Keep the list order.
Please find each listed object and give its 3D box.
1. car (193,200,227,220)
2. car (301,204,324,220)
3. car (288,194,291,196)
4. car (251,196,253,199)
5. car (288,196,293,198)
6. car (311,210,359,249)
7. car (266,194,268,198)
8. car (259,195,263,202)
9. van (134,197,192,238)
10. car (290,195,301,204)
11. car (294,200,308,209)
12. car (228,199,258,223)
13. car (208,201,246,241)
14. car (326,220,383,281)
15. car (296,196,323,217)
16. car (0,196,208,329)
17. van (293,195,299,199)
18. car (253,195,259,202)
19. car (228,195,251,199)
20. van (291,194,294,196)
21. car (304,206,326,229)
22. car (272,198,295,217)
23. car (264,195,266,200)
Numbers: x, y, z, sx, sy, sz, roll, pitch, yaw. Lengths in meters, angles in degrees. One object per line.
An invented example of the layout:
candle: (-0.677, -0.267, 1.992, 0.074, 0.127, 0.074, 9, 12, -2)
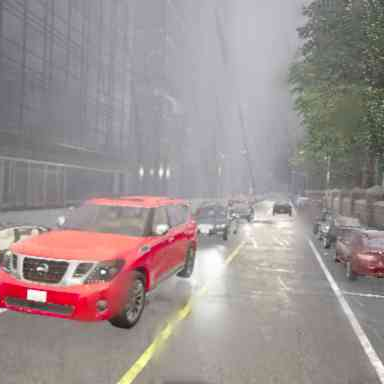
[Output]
car: (1.584, 1.456, 28.191, 1.887, 1.381, 4.507, 2, 0, 15)
car: (9.792, 1.878, 25.922, 1.802, 1.307, 4.206, 3, 0, 15)
car: (23.103, 1.687, 73.829, 2.192, 1.841, 5.009, 3, 1, 15)
car: (7.500, 1.411, 49.484, 1.967, 1.590, 4.097, 3, 1, 15)
car: (13.124, 1.780, 48.078, 2.033, 1.411, 5.357, 3, 1, 16)
car: (6.839, 1.788, 15.273, 2.008, 1.369, 4.403, 2, 0, 15)
car: (19.316, 1.543, 92.068, 1.947, 1.339, 4.313, 3, 1, 15)
car: (13.405, 1.537, 70.777, 2.008, 1.369, 4.403, 3, 1, 15)
van: (-1.362, 1.194, 17.540, 1.690, 1.788, 3.998, 2, 0, 16)
car: (24.581, 1.685, 79.153, 2.192, 1.841, 5.009, 3, 1, 15)
car: (17.181, 1.942, 52.541, 1.802, 1.307, 4.206, 3, 1, 15)
car: (3.959, 1.555, 26.729, 1.812, 1.442, 4.674, 3, 0, 15)
car: (1.230, 1.465, 16.930, 2.128, 1.511, 4.902, 3, 0, 16)
car: (5.361, 1.783, 9.949, 1.802, 1.307, 4.206, 2, 0, 16)
car: (11.281, 1.634, 31.244, 2.192, 1.841, 5.009, 3, 1, 15)
car: (-1.425, 1.127, 7.319, 2.150, 2.045, 5.566, 3, 0, 15)
van: (15.714, 1.697, 47.214, 1.690, 1.788, 3.998, 3, 1, 15)
car: (10.455, 1.420, 60.129, 1.967, 1.590, 4.097, 3, 1, 15)
car: (6.028, 1.278, 44.161, 2.192, 1.841, 5.009, 3, 1, 15)
van: (21.624, 1.713, 68.507, 1.690, 1.788, 3.998, 3, 1, 15)
car: (8.314, 1.835, 20.598, 1.947, 1.339, 4.313, 2, 0, 15)
car: (9.559, 1.685, 35.181, 1.882, 1.535, 5.008, 3, 1, 16)
car: (16.366, 1.425, 81.422, 1.967, 1.590, 4.097, 3, 1, 15)
